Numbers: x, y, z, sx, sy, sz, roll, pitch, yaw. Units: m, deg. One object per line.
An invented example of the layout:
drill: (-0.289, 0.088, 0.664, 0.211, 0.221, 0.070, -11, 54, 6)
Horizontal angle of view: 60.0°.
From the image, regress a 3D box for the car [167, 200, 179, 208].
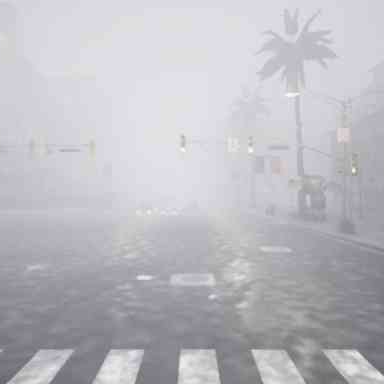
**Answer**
car: (-3.503, 2.214, 61.545, 1.812, 1.442, 4.674, 0, -1, 1)

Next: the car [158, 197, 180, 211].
car: (-3.516, 1.803, 52.040, 2.150, 2.045, 5.566, 0, -1, 1)

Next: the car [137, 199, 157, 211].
car: (-7.029, 1.921, 50.841, 2.097, 1.767, 4.553, 0, -1, 1)

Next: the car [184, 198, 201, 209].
car: (0.112, 2.116, 57.164, 1.882, 1.535, 5.008, 0, -1, 0)

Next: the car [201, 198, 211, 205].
car: (3.390, 2.415, 79.678, 2.128, 1.511, 4.902, 0, -1, -4)

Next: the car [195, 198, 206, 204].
car: (2.177, 2.483, 89.987, 1.882, 1.535, 5.008, 0, -1, -12)

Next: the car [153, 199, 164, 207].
car: (-6.985, 2.302, 69.617, 1.812, 1.442, 4.674, 0, -1, 0)

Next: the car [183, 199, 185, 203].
car: (-1.446, 2.550, 90.402, 2.033, 1.411, 5.357, 0, -1, -12)
